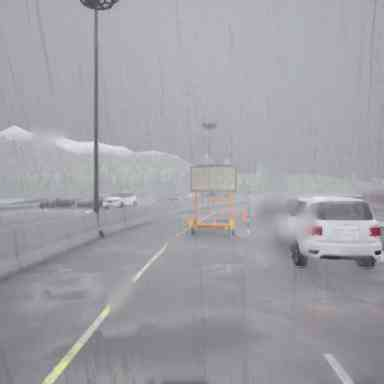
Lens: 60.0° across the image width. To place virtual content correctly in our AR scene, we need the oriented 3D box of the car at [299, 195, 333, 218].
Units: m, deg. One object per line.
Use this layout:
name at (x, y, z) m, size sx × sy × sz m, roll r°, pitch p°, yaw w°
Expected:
car at (10.587, 1.195, 28.731) m, size 2.097 × 1.767 × 4.553 m, roll 0°, pitch 0°, yaw 13°

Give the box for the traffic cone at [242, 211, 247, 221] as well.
traffic cone at (3.763, 1.816, 24.060) m, size 0.340 × 0.580 × 0.340 m, roll 0°, pitch 0°, yaw 10°

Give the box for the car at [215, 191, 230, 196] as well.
car at (7.749, 0.744, 78.128) m, size 1.812 × 1.442 × 4.674 m, roll 0°, pitch 0°, yaw 29°

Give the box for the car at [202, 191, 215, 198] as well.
car at (3.890, 0.552, 78.459) m, size 2.150 × 2.045 × 5.566 m, roll 0°, pitch 0°, yaw 29°

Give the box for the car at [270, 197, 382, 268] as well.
car at (4.232, 1.160, 11.244) m, size 2.150 × 2.045 × 5.566 m, roll 0°, pitch 0°, yaw 5°

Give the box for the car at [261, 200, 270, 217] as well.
car at (6.988, 1.401, 28.688) m, size 1.994 × 1.385 × 4.181 m, roll 0°, pitch 0°, yaw 12°

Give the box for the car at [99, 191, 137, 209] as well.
car at (-8.503, 0.965, 39.833) m, size 2.150 × 2.045 × 5.566 m, roll 0°, pitch 1°, yaw 16°

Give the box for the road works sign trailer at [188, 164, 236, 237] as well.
road works sign trailer at (1.133, 0.361, 17.397) m, size 2.380 × 3.560 × 2.880 m, roll 0°, pitch 0°, yaw 10°

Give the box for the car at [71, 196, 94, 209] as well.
car at (-11.996, 1.216, 40.203) m, size 1.882 × 1.535 × 5.008 m, roll 0°, pitch 0°, yaw 16°

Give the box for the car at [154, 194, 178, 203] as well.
car at (-3.423, 1.077, 44.536) m, size 2.097 × 1.767 × 4.553 m, roll 0°, pitch 0°, yaw 18°

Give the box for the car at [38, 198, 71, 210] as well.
car at (-15.874, 1.339, 39.259) m, size 1.895 × 1.301 × 4.718 m, roll 0°, pitch 0°, yaw 14°

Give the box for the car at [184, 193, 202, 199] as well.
car at (-0.150, 1.004, 78.454) m, size 1.812 × 1.442 × 4.674 m, roll 0°, pitch 0°, yaw 29°

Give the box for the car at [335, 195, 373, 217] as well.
car at (14.443, 1.194, 29.876) m, size 2.097 × 1.767 × 4.553 m, roll 0°, pitch 0°, yaw 13°
